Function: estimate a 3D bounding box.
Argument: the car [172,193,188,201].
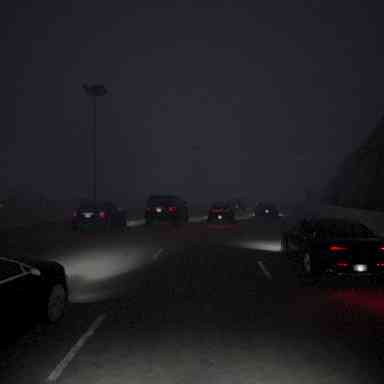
[{"bbox_3d":[-2.842,1.101,79.495,2.097,1.767,4.553,0,0,24],"label":"car"}]

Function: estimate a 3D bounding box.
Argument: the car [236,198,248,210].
[{"bbox_3d":[5.961,1.486,42.409,1.837,1.490,4.892,0,0,15],"label":"car"}]

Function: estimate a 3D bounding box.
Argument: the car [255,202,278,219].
[{"bbox_3d":[6.575,1.555,29.470,1.994,1.385,4.181,0,0,11],"label":"car"}]

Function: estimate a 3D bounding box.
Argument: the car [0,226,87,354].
[{"bbox_3d":[-3.238,1.483,4.203,2.128,1.511,4.902,0,0,2],"label":"car"}]

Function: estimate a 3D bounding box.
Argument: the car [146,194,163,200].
[{"bbox_3d":[-9.167,1.206,82.494,1.882,1.535,5.008,0,0,24],"label":"car"}]

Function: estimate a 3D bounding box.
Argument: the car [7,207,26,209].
[{"bbox_3d":[-19.779,1.433,41.091,2.128,1.511,4.902,0,0,13],"label":"car"}]

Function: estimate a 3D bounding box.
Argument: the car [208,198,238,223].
[{"bbox_3d":[2.335,1.491,25.609,1.837,1.490,4.892,0,0,9],"label":"car"}]

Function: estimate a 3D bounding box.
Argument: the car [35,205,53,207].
[{"bbox_3d":[-16.631,1.548,39.262,1.895,1.301,4.718,0,0,12],"label":"car"}]

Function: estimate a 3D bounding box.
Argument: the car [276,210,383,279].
[{"bbox_3d":[4.052,1.505,10.113,1.837,1.490,4.892,0,0,4],"label":"car"}]

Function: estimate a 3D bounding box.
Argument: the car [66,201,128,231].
[{"bbox_3d":[-5.477,1.330,20.388,2.097,1.767,4.553,0,0,7],"label":"car"}]

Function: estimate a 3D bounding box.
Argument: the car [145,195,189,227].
[{"bbox_3d":[-1.634,1.204,22.948,2.150,2.045,5.566,0,0,8],"label":"car"}]
